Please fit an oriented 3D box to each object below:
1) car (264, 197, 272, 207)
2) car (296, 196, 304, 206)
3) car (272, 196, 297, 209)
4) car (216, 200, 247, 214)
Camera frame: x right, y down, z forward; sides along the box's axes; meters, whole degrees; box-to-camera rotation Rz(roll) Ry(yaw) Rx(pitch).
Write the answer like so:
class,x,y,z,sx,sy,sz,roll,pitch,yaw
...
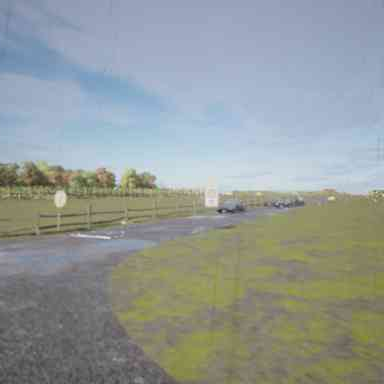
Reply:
class,x,y,z,sx,sy,sz,roll,pitch,yaw
car,12.866,1.601,52.785,1.882,1.535,5.008,-1,0,27
car,17.558,1.429,55.986,2.097,1.767,4.553,-1,0,27
car,13.229,1.657,47.289,1.895,1.301,4.718,-1,0,27
car,4.417,1.603,36.255,2.033,1.411,5.357,-1,0,27
